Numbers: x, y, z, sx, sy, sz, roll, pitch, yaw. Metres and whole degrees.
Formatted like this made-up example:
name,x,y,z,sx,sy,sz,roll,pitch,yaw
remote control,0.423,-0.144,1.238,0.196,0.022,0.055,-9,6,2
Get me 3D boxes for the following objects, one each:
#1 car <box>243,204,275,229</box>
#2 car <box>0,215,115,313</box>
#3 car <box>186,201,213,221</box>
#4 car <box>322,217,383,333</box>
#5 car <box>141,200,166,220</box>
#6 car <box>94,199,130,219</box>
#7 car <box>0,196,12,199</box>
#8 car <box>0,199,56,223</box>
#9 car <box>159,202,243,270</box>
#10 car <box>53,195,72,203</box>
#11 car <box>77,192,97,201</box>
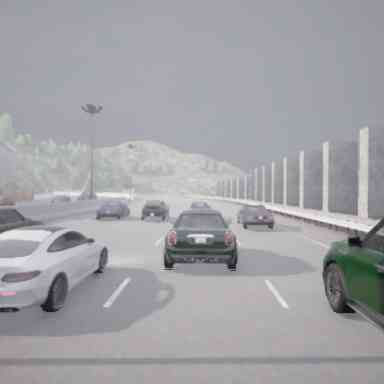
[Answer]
name,x,y,z,sx,sy,sz,roll,pitch,yaw
car,3.999,1.516,21.607,2.033,1.411,5.357,0,0,2
car,-3.312,1.484,7.457,1.812,1.442,4.674,0,0,2
car,0.612,1.495,27.195,1.994,1.385,4.181,0,0,1
car,3.609,1.235,4.400,2.150,2.045,5.566,0,0,3
car,-2.890,1.413,26.923,1.837,1.490,4.892,0,0,1
car,-6.387,1.448,27.338,1.994,1.385,4.181,0,0,1
car,-23.873,1.258,41.443,1.812,1.442,4.674,1,0,1
car,-6.714,1.278,11.248,2.097,1.767,4.553,0,0,1
car,0.287,1.325,11.176,2.097,1.767,4.553,0,0,1
car,-20.729,1.212,52.982,2.128,1.511,4.902,0,0,-2
car,-17.295,0.963,55.174,2.150,2.045,5.566,0,0,-2
